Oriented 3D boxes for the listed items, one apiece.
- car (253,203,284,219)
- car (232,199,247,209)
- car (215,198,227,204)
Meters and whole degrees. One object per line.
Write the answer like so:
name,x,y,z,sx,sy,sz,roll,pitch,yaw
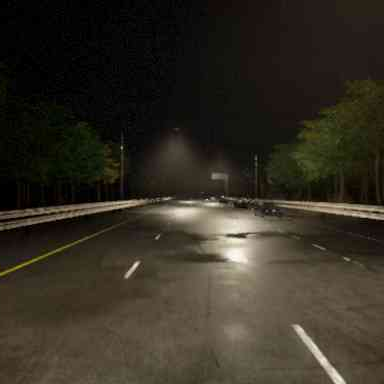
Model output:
car,7.049,1.699,31.071,2.033,1.411,5.357,0,0,0
car,7.131,1.815,50.100,2.128,1.511,4.902,0,-1,0
car,7.338,2.162,79.675,1.994,1.385,4.181,0,-1,0
